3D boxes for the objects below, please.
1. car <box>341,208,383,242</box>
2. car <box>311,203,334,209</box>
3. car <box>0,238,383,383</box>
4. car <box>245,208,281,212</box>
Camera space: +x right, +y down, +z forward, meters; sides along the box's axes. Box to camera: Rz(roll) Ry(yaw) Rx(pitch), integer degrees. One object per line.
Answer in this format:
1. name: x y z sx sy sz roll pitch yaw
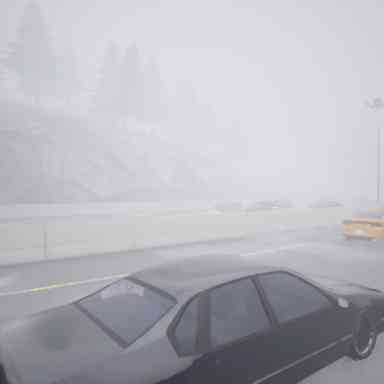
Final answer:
1. car: 8.767 1.493 15.354 5.008 1.535 1.882 0 0 -41
2. car: 14.134 1.519 35.181 1.882 1.535 5.008 0 0 43
3. car: 0.458 1.555 4.166 5.357 1.411 2.033 0 0 -37
4. car: 7.197 1.552 33.134 4.892 1.490 1.837 0 0 -45
